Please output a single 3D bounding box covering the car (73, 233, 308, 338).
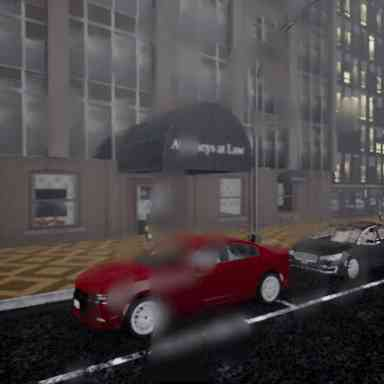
[{"bbox_3d":[0.027,1.542,6.559,4.507,1.381,1.887,0,-1,-35],"label":"car"}]

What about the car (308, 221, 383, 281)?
[{"bbox_3d":[4.692,1.574,9.805,4.403,1.369,2.008,0,-1,-35],"label":"car"}]
